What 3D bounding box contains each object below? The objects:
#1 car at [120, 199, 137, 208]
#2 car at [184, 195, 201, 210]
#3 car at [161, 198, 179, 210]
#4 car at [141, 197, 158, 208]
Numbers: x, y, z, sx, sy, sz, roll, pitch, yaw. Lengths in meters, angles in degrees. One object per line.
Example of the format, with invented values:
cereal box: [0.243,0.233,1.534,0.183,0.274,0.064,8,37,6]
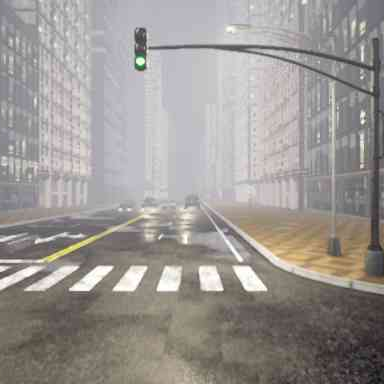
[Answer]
car: [-9.716,1.762,51.104,2.033,1.411,5.357,0,0,0]
car: [0.032,1.414,46.962,2.150,2.045,5.566,0,0,0]
car: [-3.219,1.793,46.962,1.895,1.301,4.718,0,0,0]
car: [-6.466,1.567,51.133,2.097,1.767,4.553,0,0,0]
